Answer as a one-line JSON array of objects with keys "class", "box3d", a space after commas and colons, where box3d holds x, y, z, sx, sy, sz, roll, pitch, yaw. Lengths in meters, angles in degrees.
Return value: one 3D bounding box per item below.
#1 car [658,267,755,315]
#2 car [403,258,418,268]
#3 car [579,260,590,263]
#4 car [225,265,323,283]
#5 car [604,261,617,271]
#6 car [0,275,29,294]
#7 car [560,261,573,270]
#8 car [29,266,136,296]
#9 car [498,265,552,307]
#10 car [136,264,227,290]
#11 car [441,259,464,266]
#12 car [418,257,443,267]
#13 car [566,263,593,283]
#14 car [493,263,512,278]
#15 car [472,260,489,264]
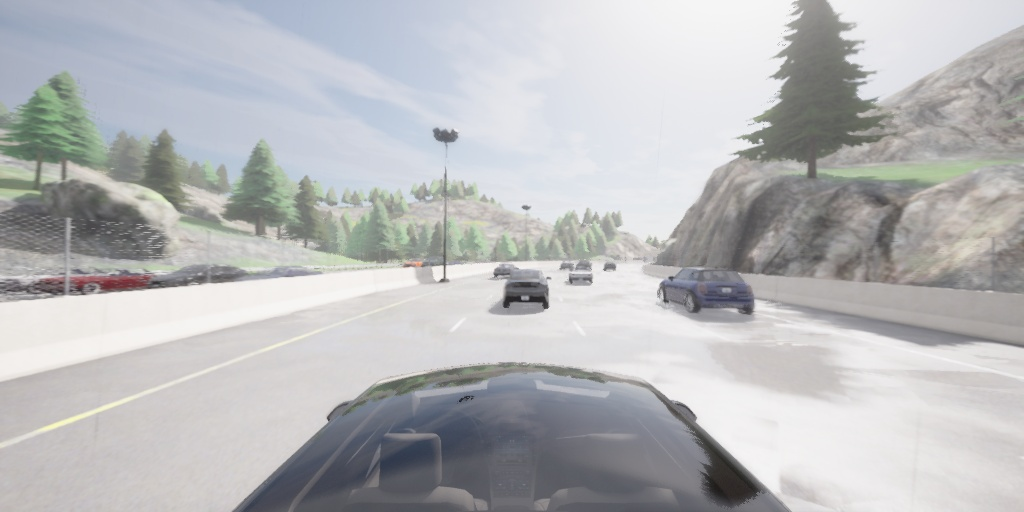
[{"class": "car", "box3d": [7.606, 1.222, 14.533, 2.097, 1.767, 4.553, 1, 0, 5]}, {"class": "car", "box3d": [-16.376, 1.212, 60.423, 2.097, 1.767, 4.553, 0, 0, 16]}, {"class": "car", "box3d": [10.954, 1.419, 53.821, 2.097, 1.767, 4.553, 1, 0, 16]}, {"class": "car", "box3d": [-13.198, 1.265, 20.804, 2.033, 1.411, 5.357, 0, 0, 5]}, {"class": "car", "box3d": [16.525, 1.646, 60.086, 1.837, 1.490, 4.892, 0, -1, 19]}, {"class": "car", "box3d": [-23.861, 1.220, 19.060, 1.895, 1.301, 4.718, 0, 0, 5]}, {"class": "car", "box3d": [9.517, 1.577, 61.160, 2.128, 1.511, 4.902, 0, 0, 19]}, {"class": "car", "box3d": [-20.414, 1.246, 18.351, 1.895, 1.301, 4.718, 0, 0, 5]}, {"class": "car", "box3d": [0.671, 1.323, 15.883, 1.837, 1.490, 4.892, 0, 0, 4]}, {"class": "car", "box3d": [-16.781, 1.187, 19.557, 1.837, 1.490, 4.892, 0, 0, 5]}, {"class": "car", "box3d": [-9.450, 1.481, 59.242, 1.994, 1.385, 4.181, 0, 0, 16]}, {"class": "car", "box3d": [-12.926, 1.108, 59.803, 2.150, 2.045, 5.566, 0, 0, 16]}, {"class": "car", "box3d": [5.693, 1.521, 30.120, 1.895, 1.301, 4.718, 0, 0, 8]}, {"class": "car", "box3d": [-0.477, 1.440, 35.936, 2.033, 1.411, 5.357, 0, 0, 11]}, {"class": "car", "box3d": [-5.351, 1.432, 60.774, 1.882, 1.535, 5.008, 0, 0, 17]}]
